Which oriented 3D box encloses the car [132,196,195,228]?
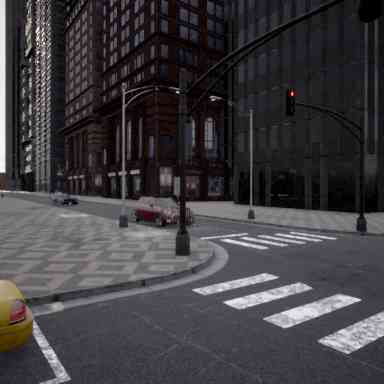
[{"bbox_3d":[-1.768,1.050,19.828,2.097,1.767,4.553,0,1,-36],"label":"car"}]

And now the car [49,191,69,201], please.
[{"bbox_3d":[-20.703,0.577,51.562,1.812,1.442,4.674,0,1,-36],"label":"car"}]

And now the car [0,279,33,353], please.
[{"bbox_3d":[-4.393,1.525,3.515,4.829,1.417,1.752,0,0,-35],"label":"car"}]

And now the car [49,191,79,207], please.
[{"bbox_3d":[-14.211,0.911,37.103,1.895,1.301,4.718,0,1,-36],"label":"car"}]
